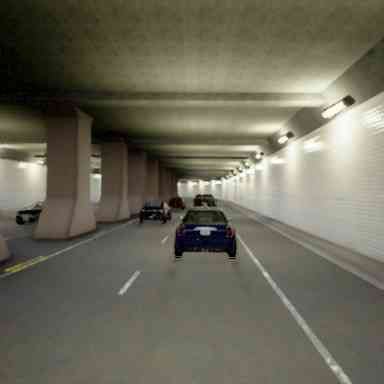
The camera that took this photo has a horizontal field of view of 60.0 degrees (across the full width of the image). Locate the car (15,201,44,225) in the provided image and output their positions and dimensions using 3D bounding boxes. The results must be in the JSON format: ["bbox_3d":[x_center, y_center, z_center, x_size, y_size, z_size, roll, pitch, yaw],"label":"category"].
[{"bbox_3d":[-9.804,1.352,22.273,2.128,1.511,4.902,1,0,3],"label":"car"}]

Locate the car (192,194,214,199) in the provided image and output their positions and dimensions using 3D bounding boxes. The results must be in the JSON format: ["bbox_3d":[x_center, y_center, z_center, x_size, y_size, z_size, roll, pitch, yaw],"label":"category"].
[{"bbox_3d":[1.206,1.196,31.673,2.150,2.045,5.566,1,0,2],"label":"car"}]

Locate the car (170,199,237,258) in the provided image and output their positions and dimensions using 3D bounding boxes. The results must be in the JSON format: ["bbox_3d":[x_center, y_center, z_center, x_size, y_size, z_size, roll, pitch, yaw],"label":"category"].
[{"bbox_3d":[0.516,1.342,12.941,2.097,1.767,4.553,1,0,2],"label":"car"}]

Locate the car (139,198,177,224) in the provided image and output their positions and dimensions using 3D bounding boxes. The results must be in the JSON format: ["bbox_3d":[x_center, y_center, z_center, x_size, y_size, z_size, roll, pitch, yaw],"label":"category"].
[{"bbox_3d":[-2.573,1.431,24.222,2.128,1.511,4.902,1,0,2],"label":"car"}]

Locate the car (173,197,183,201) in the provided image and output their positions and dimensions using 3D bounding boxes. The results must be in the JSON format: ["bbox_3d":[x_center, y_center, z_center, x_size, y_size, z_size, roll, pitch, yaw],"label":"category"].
[{"bbox_3d":[-1.902,1.402,42.488,1.882,1.535,5.008,1,0,2],"label":"car"}]
